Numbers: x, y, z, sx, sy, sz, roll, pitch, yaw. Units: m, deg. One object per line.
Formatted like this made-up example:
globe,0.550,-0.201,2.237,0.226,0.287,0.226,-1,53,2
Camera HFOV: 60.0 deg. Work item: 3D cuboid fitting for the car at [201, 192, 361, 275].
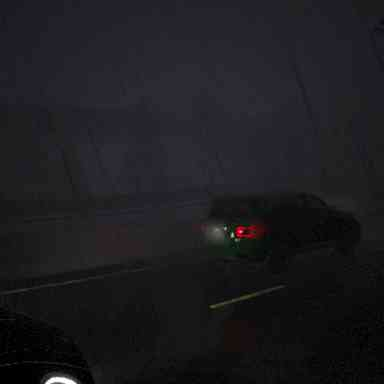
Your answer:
car,2.832,0.999,10.091,5.566,2.045,2.150,-4,2,-36

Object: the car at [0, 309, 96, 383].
car,-2.796,1.361,1.751,4.553,1.767,2.097,0,0,-36
